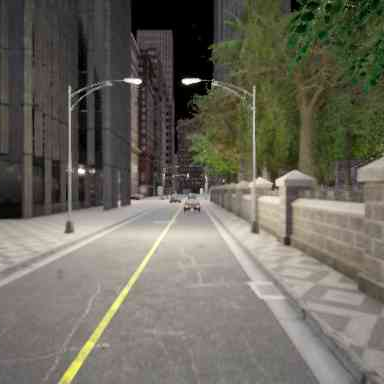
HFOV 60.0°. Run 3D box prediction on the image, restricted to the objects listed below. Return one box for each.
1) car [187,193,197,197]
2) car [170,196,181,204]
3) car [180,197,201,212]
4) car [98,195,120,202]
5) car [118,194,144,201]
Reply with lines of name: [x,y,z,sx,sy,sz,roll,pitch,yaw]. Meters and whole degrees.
car: [0.011,0.951,70.321,2.033,1.411,5.357,0,0,0]
car: [-2.990,1.413,60.874,1.994,1.385,4.181,0,0,0]
car: [0.021,1.531,36.732,1.895,1.301,4.718,0,0,1]
car: [-20.236,1.563,80.872,4.829,1.417,1.752,-1,1,0]
car: [-14.869,1.279,80.851,5.009,1.841,2.192,-1,1,0]
